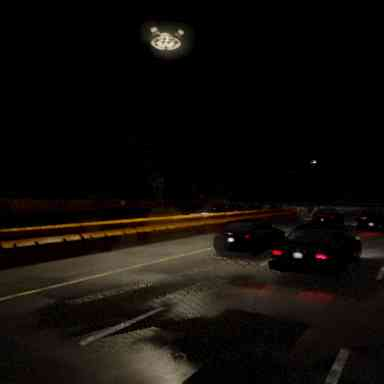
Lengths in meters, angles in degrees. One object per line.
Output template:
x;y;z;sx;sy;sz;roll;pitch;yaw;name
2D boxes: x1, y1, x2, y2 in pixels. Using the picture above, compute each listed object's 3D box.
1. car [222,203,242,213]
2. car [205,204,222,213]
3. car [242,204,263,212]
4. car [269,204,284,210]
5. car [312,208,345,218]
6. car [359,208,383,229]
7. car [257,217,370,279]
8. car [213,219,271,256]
7.284;2.625;56.645;2.097;1.767;4.553;-1;-2;25;car
3.836;2.788;57.496;1.882;1.535;5.008;-1;-1;25;car
10.502;2.713;55.257;2.128;1.511;4.902;-1;-1;25;car
13.836;2.702;54.117;1.812;1.442;4.674;-1;-1;25;car
11.587;2.068;28.147;1.882;1.535;5.008;-1;-1;34;car
13.842;2.017;25.222;1.837;1.490;4.892;-1;-1;34;car
4.252;1.783;10.945;2.033;1.411;5.357;-1;-2;35;car
2.682;1.898;14.825;1.994;1.385;4.181;-1;-1;34;car
